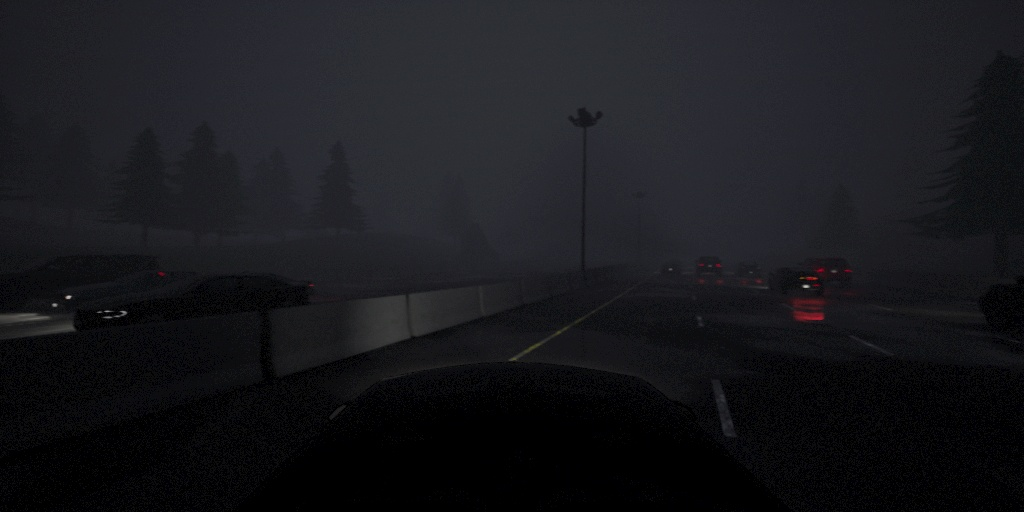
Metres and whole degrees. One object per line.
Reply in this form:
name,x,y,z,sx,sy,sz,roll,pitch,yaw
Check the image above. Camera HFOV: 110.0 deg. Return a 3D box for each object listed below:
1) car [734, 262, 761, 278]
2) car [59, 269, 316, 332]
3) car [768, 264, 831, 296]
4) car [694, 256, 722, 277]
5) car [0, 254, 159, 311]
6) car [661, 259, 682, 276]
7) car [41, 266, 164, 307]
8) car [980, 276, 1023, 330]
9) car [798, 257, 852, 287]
car,23.770,1.320,36.241,2.128,1.511,4.902,0,1,26
car,-8.356,1.217,10.041,1.882,1.535,5.008,0,0,26
car,16.502,1.402,21.016,1.837,1.490,4.892,0,-1,26
car,20.298,1.043,37.077,2.150,2.045,5.566,0,1,25
car,-17.819,0.916,14.591,2.150,2.045,5.566,0,0,26
car,17.260,1.367,38.843,1.994,1.385,4.181,0,1,26
car,-14.066,1.269,14.329,2.033,1.411,5.357,0,0,26
car,14.388,1.112,8.468,2.150,2.045,5.566,0,0,26
car,23.220,1.122,26.956,2.150,2.045,5.566,0,1,26
